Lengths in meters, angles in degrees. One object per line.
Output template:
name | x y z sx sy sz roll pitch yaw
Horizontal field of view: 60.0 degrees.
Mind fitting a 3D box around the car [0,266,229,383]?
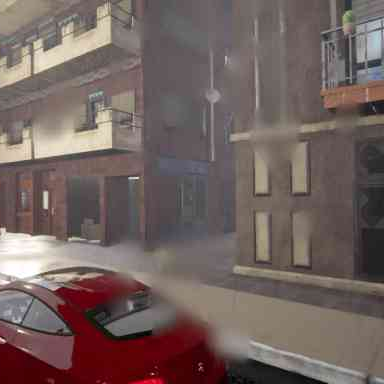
car | -1.581 1.583 3.979 4.206 1.307 1.802 0 -1 36
